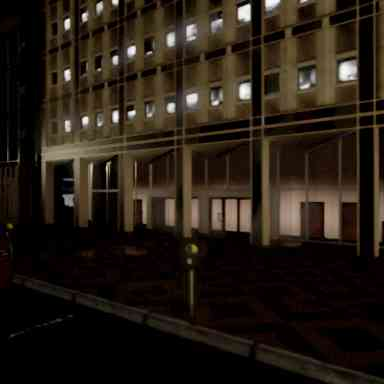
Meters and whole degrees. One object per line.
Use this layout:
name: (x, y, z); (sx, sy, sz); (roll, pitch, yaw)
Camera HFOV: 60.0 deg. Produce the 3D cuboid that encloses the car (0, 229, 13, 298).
car: (-5.732, 1.305, 6.981); (5.009, 1.841, 2.192); (0, 0, 36)
